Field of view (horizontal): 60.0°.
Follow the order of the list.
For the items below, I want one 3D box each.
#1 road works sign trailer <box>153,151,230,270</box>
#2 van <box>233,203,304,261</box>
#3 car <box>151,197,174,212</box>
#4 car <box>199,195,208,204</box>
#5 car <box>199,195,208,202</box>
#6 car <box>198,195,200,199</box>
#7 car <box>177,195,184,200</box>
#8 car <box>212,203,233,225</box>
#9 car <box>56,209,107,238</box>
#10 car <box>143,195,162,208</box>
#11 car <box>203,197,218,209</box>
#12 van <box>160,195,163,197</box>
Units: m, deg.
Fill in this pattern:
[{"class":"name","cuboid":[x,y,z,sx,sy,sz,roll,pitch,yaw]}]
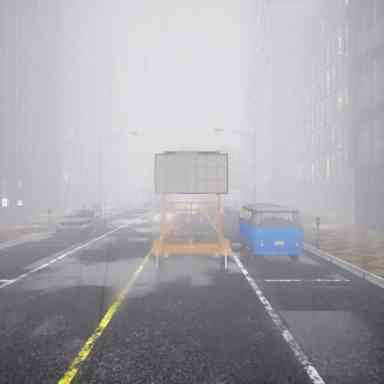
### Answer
[{"class":"road works sign trailer","cuboid":[-0.014,0.462,11.031,2.380,3.560,2.880,0,0,0]},{"class":"van","cuboid":[2.675,1.339,12.015,1.690,1.788,3.998,0,0,0]},{"class":"car","cuboid":[-3.148,1.594,37.850,1.895,1.301,4.718,0,0,0]},{"class":"car","cuboid":[2.627,1.535,51.862,2.008,1.369,4.403,0,0,0]},{"class":"car","cuboid":[2.599,1.389,74.631,1.967,1.590,4.097,0,0,0]},{"class":"car","cuboid":[2.620,1.528,57.554,2.008,1.369,4.403,0,0,0]},{"class":"car","cuboid":[-3.112,1.464,90.812,2.033,1.411,5.357,0,0,0]},{"class":"car","cuboid":[2.661,1.578,23.399,1.802,1.307,4.206,0,0,0]},{"class":"car","cuboid":[-5.713,1.579,17.700,1.802,1.307,4.206,0,0,0]},{"class":"car","cuboid":[-5.747,1.540,46.163,2.008,1.369,4.403,0,0,0]},{"class":"car","cuboid":[2.640,1.574,40.477,1.802,1.307,4.206,0,0,0]},{"class":"van","cuboid":[-5.761,1.319,57.548,1.690,1.788,3.998,0,0,0]}]
